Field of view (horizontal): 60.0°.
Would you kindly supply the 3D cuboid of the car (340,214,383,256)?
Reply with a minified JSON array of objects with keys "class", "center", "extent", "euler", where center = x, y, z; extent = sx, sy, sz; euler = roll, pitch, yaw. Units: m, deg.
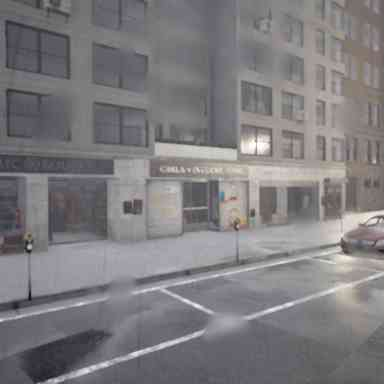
[{"class":"car","center":[6.857,1.440,11.475],"extent":[4.206,1.307,1.802],"euler":[-1,1,-36]}]
